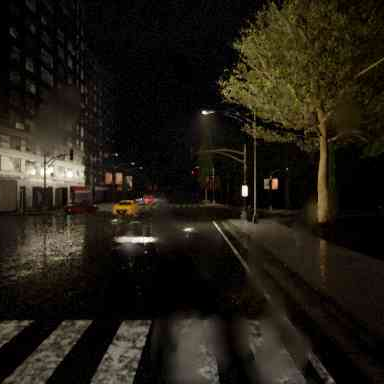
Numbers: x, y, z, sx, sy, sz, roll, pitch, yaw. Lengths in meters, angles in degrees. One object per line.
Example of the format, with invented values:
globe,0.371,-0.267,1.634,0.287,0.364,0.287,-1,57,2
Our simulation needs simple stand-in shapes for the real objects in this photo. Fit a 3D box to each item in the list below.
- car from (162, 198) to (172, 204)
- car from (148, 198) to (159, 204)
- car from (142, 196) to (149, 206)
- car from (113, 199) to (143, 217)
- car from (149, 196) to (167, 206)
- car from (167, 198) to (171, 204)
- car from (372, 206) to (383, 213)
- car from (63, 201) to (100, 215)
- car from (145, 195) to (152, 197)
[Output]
car,-6.299,2.217,84.685,2.033,1.411,5.357,0,-1,0
car,-9.553,2.179,83.120,2.128,1.511,4.902,0,-1,0
car,-9.666,1.922,61.057,1.994,1.385,4.181,0,-1,1
car,-6.523,1.597,33.267,1.882,1.535,5.008,0,0,0
car,-6.386,1.924,62.593,2.033,1.411,5.357,0,-1,-2
car,-6.325,2.045,73.875,1.812,1.442,4.674,0,-1,0
car,41.785,3.877,74.358,4.892,1.490,1.837,3,-3,-45
car,-11.499,1.662,34.915,1.994,1.385,4.181,4,-1,19
car,-9.578,1.730,72.683,2.150,2.045,5.566,0,-1,0
